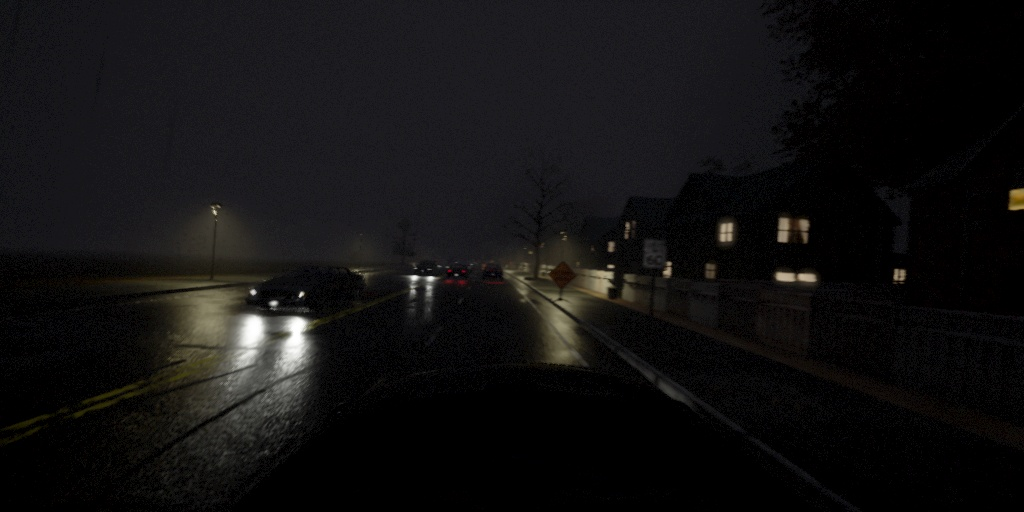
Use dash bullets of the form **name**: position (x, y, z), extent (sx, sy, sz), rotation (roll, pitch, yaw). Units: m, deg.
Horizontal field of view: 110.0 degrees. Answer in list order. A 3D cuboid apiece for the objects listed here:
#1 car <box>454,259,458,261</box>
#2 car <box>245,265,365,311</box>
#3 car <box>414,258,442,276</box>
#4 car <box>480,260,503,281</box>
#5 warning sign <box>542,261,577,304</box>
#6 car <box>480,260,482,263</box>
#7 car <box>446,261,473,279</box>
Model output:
- **car**: position (-6.217, 1.478, 47.243), extent (1.994, 1.385, 4.181), rotation (3, -1, -5)
- **car**: position (-7.096, 1.031, 13.163), extent (2.033, 1.411, 5.357), rotation (3, -1, -3)
- **car**: position (-8.549, 1.168, 36.000), extent (1.837, 1.490, 4.892), rotation (3, -1, -4)
- **car**: position (-1.850, 1.478, 34.475), extent (1.882, 1.535, 5.008), rotation (3, 0, -4)
- **warning sign**: position (2.172, 1.131, 16.162), extent (1.300, 1.860, 1.060), rotation (0, 0, -3)
- **car**: position (-3.118, 1.577, 49.172), extent (1.882, 1.535, 5.008), rotation (3, 0, -5)
- **car**: position (-5.099, 1.427, 34.331), extent (1.895, 1.301, 4.718), rotation (3, -1, -4)
